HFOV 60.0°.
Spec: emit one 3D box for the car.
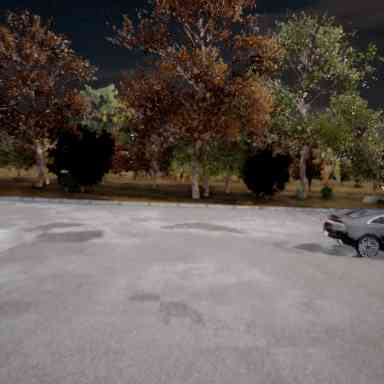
[{"bbox_3d":[7.037,1.412,11.387,4.902,1.511,2.128,5,4,1],"label":"car"}]
